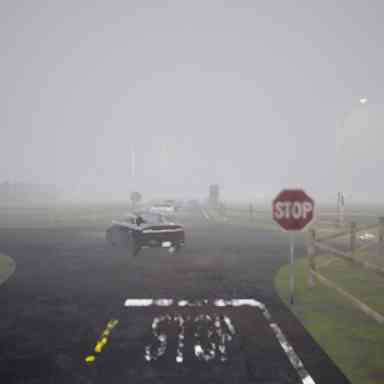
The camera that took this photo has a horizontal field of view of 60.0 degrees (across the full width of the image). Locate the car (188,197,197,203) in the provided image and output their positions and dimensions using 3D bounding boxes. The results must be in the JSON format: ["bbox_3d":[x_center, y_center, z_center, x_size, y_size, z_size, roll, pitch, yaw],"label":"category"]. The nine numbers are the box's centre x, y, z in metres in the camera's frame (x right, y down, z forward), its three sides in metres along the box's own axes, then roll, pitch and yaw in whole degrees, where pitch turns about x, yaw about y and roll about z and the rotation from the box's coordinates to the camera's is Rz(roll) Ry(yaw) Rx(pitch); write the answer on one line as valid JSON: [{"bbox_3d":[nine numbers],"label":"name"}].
[{"bbox_3d":[0.168,1.786,73.946,1.895,1.301,4.718,0,0,0],"label":"car"}]

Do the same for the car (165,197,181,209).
[{"bbox_3d":[-2.750,1.586,40.991,1.882,1.535,5.008,0,0,0],"label":"car"}]

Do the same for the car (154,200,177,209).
[{"bbox_3d":[-2.810,1.684,31.508,1.895,1.301,4.718,0,0,2],"label":"car"}]

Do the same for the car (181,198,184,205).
[{"bbox_3d":[-2.711,1.698,50.798,1.994,1.385,4.181,0,0,1],"label":"car"}]

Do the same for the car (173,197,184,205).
[{"bbox_3d":[-2.610,1.731,64.095,1.994,1.385,4.181,0,0,0],"label":"car"}]

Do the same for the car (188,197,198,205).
[{"bbox_3d":[0.219,1.644,63.806,1.882,1.535,5.008,0,0,0],"label":"car"}]

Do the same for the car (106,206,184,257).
[{"bbox_3d":[-2.012,1.527,13.254,2.128,1.511,4.902,1,0,-28],"label":"car"}]
